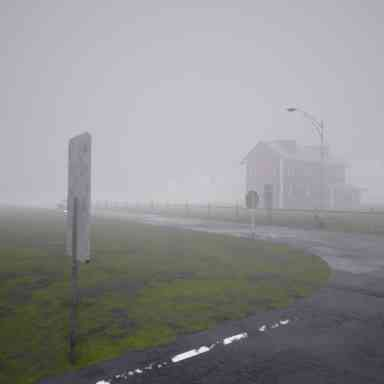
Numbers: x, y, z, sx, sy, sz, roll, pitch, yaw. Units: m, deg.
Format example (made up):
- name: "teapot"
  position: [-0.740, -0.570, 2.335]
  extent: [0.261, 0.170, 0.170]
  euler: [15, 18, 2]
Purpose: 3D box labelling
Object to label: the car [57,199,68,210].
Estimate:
- name: "car"
  position: [-18.731, 1.790, 49.917]
  extent: [2.097, 1.767, 4.553]
  euler: [1, -1, -36]
